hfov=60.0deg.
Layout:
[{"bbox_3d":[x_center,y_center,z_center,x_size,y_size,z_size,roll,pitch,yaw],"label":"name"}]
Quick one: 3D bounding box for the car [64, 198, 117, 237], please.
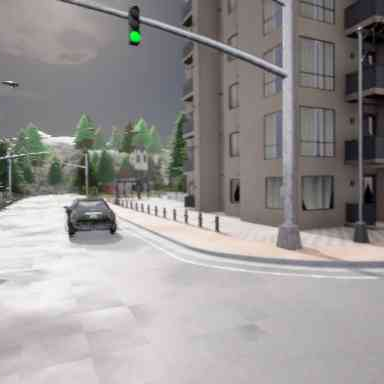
[{"bbox_3d":[-5.185,1.056,16.570,2.097,1.767,4.553,-1,1,-24],"label":"car"}]
